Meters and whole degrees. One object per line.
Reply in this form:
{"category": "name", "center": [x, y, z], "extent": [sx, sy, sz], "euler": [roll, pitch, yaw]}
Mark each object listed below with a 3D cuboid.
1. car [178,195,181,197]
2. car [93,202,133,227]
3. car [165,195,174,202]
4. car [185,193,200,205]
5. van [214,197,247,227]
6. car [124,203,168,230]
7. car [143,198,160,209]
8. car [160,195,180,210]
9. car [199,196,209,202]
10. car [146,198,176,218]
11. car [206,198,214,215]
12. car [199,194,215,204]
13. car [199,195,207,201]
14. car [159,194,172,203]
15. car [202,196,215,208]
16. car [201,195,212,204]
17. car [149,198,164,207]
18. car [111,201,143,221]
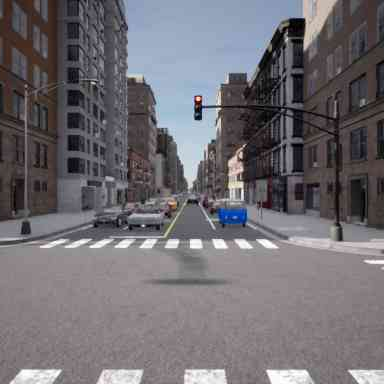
{"category": "car", "center": [-2.788, 1.591, 50.018], "extent": [1.895, 1.301, 4.718], "euler": [0, 0, 0]}
{"category": "car", "center": [-5.378, 1.549, 22.413], "extent": [2.008, 1.369, 4.403], "euler": [0, 0, 0]}
{"category": "car", "center": [-5.353, 1.409, 79.232], "extent": [1.967, 1.590, 4.097], "euler": [0, 0, 0]}
{"category": "car", "center": [0.135, 1.463, 56.841], "extent": [1.882, 1.535, 5.008], "euler": [0, 0, 0]}
{"category": "van", "center": [2.647, 1.340, 22.419], "extent": [1.690, 1.788, 3.998], "euler": [0, 0, 0]}
{"category": "car", "center": [-2.811, 1.600, 21.121], "extent": [1.895, 1.301, 4.718], "euler": [0, 0, -1]}
{"category": "car", "center": [-5.368, 1.519, 44.971], "extent": [1.752, 1.417, 4.829], "euler": [0, 0, 0]}
{"category": "car", "center": [-2.826, 1.474, 39.912], "extent": [1.882, 1.535, 5.008], "euler": [0, 0, 0]}
{"category": "car", "center": [2.670, 1.524, 73.550], "extent": [2.008, 1.369, 4.403], "euler": [0, 0, 0]}
{"category": "car", "center": [-2.833, 1.562, 30.266], "extent": [1.994, 1.385, 4.181], "euler": [0, 0, 0]}
{"category": "car", "center": [2.652, 1.580, 33.781], "extent": [1.802, 1.307, 4.206], "euler": [0, 0, 0]}
{"category": "car", "center": [2.660, 1.305, 50.825], "extent": [2.192, 1.841, 5.009], "euler": [0, 0, 0]}
{"category": "car", "center": [2.675, 1.530, 84.913], "extent": [1.947, 1.339, 4.313], "euler": [0, 0, 0]}
{"category": "car", "center": [-5.358, 1.292, 67.868], "extent": [2.192, 1.841, 5.009], "euler": [0, 0, 0]}
{"category": "car", "center": [2.657, 1.576, 45.144], "extent": [1.802, 1.307, 4.206], "euler": [0, 0, 0]}
{"category": "car", "center": [2.665, 1.422, 62.188], "extent": [1.967, 1.590, 4.097], "euler": [0, 0, 0]}
{"category": "car", "center": [-5.365, 1.556, 50.823], "extent": [1.947, 1.339, 4.313], "euler": [0, 0, 0]}
{"category": "car", "center": [-5.376, 1.543, 28.095], "extent": [1.887, 1.381, 4.507], "euler": [0, 0, 0]}
